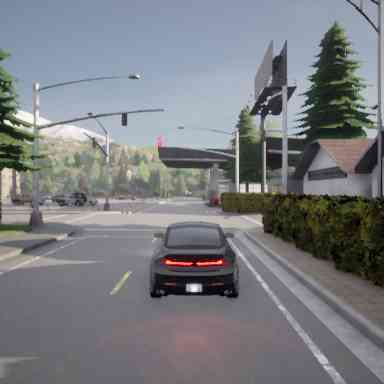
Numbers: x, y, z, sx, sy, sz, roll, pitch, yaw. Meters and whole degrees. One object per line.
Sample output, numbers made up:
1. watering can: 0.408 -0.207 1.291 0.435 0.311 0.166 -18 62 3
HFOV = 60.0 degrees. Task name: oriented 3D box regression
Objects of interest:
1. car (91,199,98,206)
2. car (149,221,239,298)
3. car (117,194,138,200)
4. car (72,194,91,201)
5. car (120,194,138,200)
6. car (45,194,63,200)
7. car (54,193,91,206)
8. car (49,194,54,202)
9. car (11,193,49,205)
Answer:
1. car: -16.199 1.342 50.227 3.806 1.475 1.970 0 0 -1
2. car: 0.056 1.502 8.486 1.837 1.490 4.892 0 0 0
3. car: -16.464 1.299 84.483 5.027 1.636 2.152 0 0 -1
4. car: -24.064 1.293 72.589 3.633 1.501 1.845 0 0 -1
5. car: -16.536 1.307 87.619 4.514 1.523 2.007 0 0 -1
6. car: -35.130 1.353 84.513 3.806 1.475 1.970 0 0 -1
7. car: -16.789 1.060 46.898 3.866 1.878 1.905 0 0 -1
8. car: -24.044 1.275 62.596 4.514 1.523 2.007 0 0 -1
9. car: -24.678 1.079 50.136 4.605 1.855 1.932 0 0 -1
